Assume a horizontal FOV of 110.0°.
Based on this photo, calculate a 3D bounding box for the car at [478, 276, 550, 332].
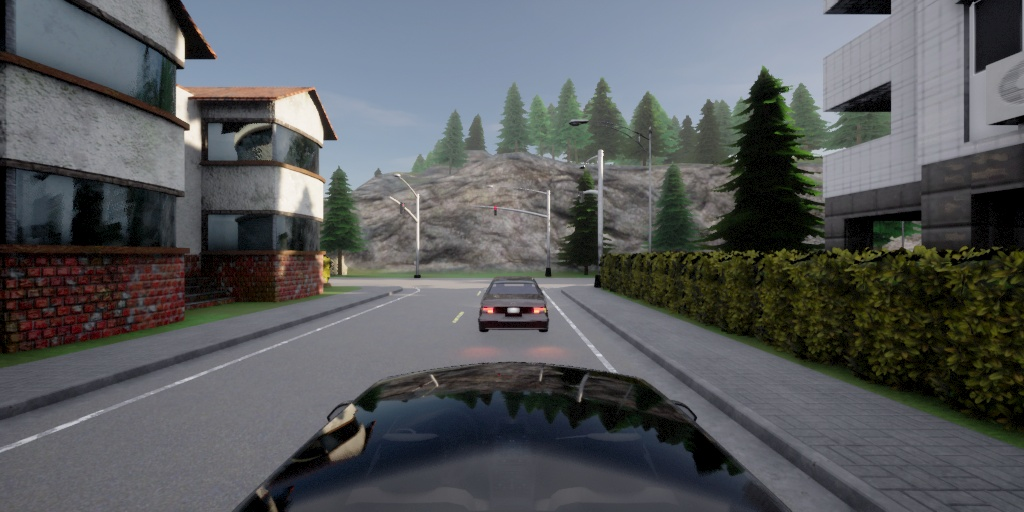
[{"bbox_3d":[0.055,1.297,10.768,2.033,1.411,5.357,0,0,1],"label":"car"}]
